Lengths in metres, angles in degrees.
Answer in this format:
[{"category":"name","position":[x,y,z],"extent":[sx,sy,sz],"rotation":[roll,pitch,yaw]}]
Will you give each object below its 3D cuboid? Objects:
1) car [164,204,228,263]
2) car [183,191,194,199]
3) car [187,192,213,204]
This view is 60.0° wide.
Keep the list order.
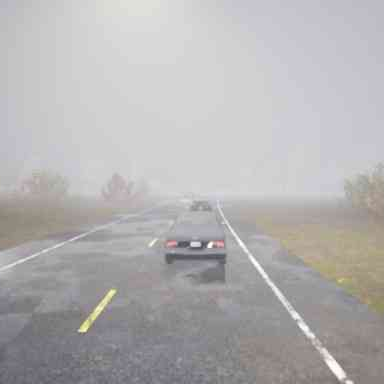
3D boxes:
[{"category":"car","position":[0.164,1.361,11.122],"extent":[2.033,1.411,5.357],"rotation":[0,1,2]},{"category":"car","position":[-0.434,0.495,60.014],"extent":[2.128,1.511,4.902],"rotation":[0,1,6]},{"category":"car","position":[0.843,1.041,28.991],"extent":[1.812,1.442,4.674],"rotation":[0,1,3]}]
